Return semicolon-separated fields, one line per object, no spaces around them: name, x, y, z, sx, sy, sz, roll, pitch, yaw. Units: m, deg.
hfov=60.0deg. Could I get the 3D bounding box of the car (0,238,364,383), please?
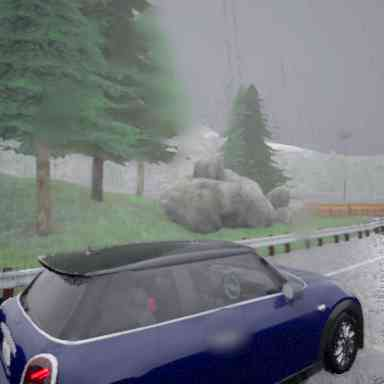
car;0.143;1.363;4.077;4.553;1.767;2.097;0;0;-37
